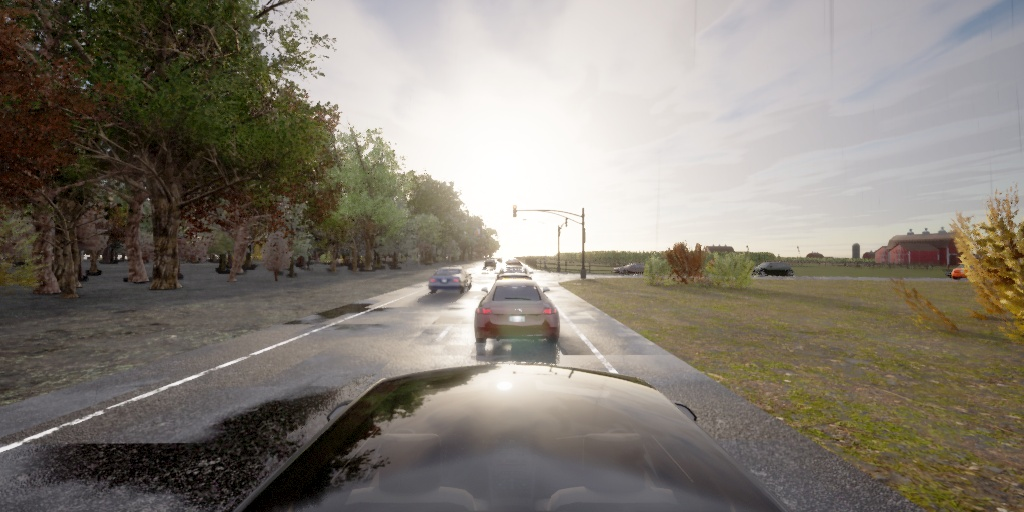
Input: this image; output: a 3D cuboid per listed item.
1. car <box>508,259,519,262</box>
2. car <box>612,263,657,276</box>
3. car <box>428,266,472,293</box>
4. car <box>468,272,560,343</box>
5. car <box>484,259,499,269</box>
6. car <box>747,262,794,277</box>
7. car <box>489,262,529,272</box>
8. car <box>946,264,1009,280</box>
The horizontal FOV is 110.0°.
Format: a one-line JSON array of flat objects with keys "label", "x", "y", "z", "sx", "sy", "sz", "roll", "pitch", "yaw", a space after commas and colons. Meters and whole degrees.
[{"label": "car", "x": 0.180, "y": 1.233, "z": 53.548, "sx": 1.882, "sy": 1.535, "sz": 5.008, "roll": -1, "pitch": 0, "yaw": -6}, {"label": "car", "x": 14.326, "y": 1.513, "z": 41.103, "sx": 5.357, "sy": 1.411, "sz": 2.033, "roll": 1, "pitch": -1, "yaw": 3}, {"label": "car", "x": -3.407, "y": 1.302, "z": 20.552, "sx": 2.033, "sy": 1.411, "sz": 5.357, "roll": 0, "pitch": 0, "yaw": 0}, {"label": "car", "x": 0.100, "y": 1.316, "z": 9.675, "sx": 1.994, "sy": 1.385, "sz": 4.181, "roll": 0, "pitch": 0, "yaw": 0}, {"label": "car", "x": -3.423, "y": 1.261, "z": 57.404, "sx": 1.837, "sy": 1.490, "sz": 4.892, "roll": 0, "pitch": 0, "yaw": 0}, {"label": "car", "x": 29.275, "y": 1.479, "z": 40.891, "sx": 4.553, "sy": 1.767, "sz": 2.097, "roll": 1, "pitch": -1, "yaw": 0}, {"label": "car", "x": 0.094, "y": 1.245, "z": 18.573, "sx": 2.128, "sy": 1.511, "sz": 4.902, "roll": 0, "pitch": 0, "yaw": 0}, {"label": "car", "x": 48.889, "y": 1.633, "z": 37.213, "sx": 4.553, "sy": 1.767, "sz": 2.097, "roll": 1, "pitch": -1, "yaw": 0}]
